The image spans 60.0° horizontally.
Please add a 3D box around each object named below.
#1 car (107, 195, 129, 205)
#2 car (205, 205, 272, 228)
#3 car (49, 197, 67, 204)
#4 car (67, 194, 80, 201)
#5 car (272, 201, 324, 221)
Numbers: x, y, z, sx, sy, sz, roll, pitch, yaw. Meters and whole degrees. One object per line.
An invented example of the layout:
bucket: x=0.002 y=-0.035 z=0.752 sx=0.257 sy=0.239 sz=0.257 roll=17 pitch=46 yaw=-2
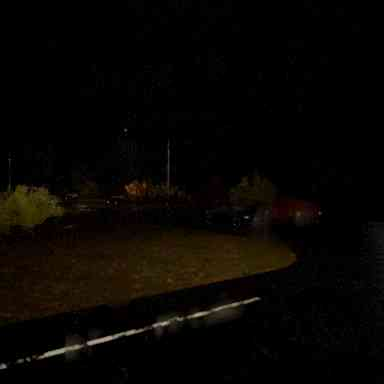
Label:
car: x=-11.691 y=1.260 z=52.304 sx=1.882 sy=1.535 sz=5.008 roll=0 pitch=0 yaw=-37
car: x=2.725 y=1.517 z=21.685 sx=1.994 sy=1.385 sz=4.181 roll=0 pitch=0 yaw=-37
car: x=-23.291 y=1.246 z=56.153 sx=2.128 sy=1.511 sz=4.902 roll=0 pitch=1 yaw=-36
car: x=-25.157 y=1.178 z=70.082 sx=2.128 sy=1.511 sz=4.902 roll=0 pitch=0 yaw=-37
car: x=7.899 y=1.421 z=26.442 sx=1.882 sy=1.535 sz=5.008 roll=0 pitch=0 yaw=-37
